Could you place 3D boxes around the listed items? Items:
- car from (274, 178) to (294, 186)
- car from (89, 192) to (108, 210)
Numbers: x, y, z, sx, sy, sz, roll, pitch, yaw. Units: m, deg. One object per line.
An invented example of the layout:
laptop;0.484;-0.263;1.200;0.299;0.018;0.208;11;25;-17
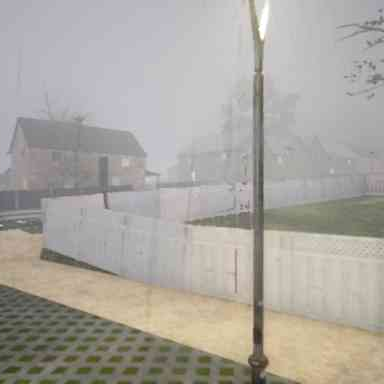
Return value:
car;9.049;-0.629;33.948;4.553;1.767;2.097;-4;3;-42
car;-6.133;0.730;21.187;4.718;1.301;1.895;-4;3;-40
